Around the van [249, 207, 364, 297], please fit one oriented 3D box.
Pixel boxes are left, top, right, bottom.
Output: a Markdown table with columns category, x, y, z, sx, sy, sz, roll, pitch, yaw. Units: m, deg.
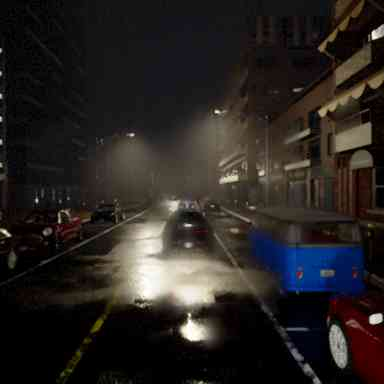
| category | x | y | z | sx | sy | sz | roll | pitch | yaw |
| --- | --- | --- | --- | --- | --- | --- | --- | --- | --- |
| van | 2.556 | 1.311 | 8.210 | 1.690 | 1.788 | 3.998 | 0 | 0 | -1 |

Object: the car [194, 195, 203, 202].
| category | x | y | z | sx | sy | sz | roll | pitch | yaw |
| --- | --- | --- | --- | --- | --- | --- | --- | --- | --- |
| car | 1.341 | 1.399 | 74.474 | 1.887 | 1.381 | 4.507 | 0 | 0 | -1 |

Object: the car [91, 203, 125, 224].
| category | x | y | z | sx | sy | sz | roll | pitch | yaw |
| --- | --- | --- | --- | --- | --- | --- | --- | --- | --- |
| car | -6.126 | 1.529 | 24.624 | 1.947 | 1.339 | 4.313 | 0 | 0 | -1 |

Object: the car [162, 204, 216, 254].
| category | x | y | z | sx | sy | sz | roll | pitch | yaw |
| --- | --- | --- | --- | --- | --- | --- | --- | --- | --- |
| car | -0.148 | 1.473 | 13.337 | 1.837 | 1.490 | 4.892 | 0 | 1 | -1 |

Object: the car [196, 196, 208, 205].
| category | x | y | z | sx | sy | sz | roll | pitch | yaw |
| --- | --- | --- | --- | --- | --- | --- | --- | --- | --- |
| car | 1.645 | 1.420 | 57.909 | 1.887 | 1.381 | 4.507 | 0 | 0 | -1 |

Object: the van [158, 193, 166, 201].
| category | x | y | z | sx | sy | sz | roll | pitch | yaw |
| --- | --- | --- | --- | --- | --- | --- | --- | --- | --- |
| van | -7.141 | 1.223 | 79.843 | 1.690 | 1.788 | 3.998 | 0 | 0 | -1 |

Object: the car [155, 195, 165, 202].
| category | x | y | z | sx | sy | sz | roll | pitch | yaw |
| --- | --- | --- | --- | --- | --- | --- | --- | --- | --- |
| car | -7.038 | 1.453 | 74.322 | 1.947 | 1.339 | 4.313 | 0 | 0 | -1 |

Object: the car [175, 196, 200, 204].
| category | x | y | z | sx | sy | sz | roll | pitch | yaw |
| --- | --- | --- | --- | --- | --- | --- | --- | --- | --- |
| car | -0.522 | 1.468 | 34.984 | 2.033 | 1.411 | 5.357 | 0 | 0 | -1 |

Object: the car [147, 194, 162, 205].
| category | x | y | z | sx | sy | sz | roll | pitch | yaw |
| --- | --- | --- | --- | --- | --- | --- | --- | --- | --- |
| car | -6.734 | 1.473 | 57.756 | 1.947 | 1.339 | 4.313 | 0 | 0 | -1 |

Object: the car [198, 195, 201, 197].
| category | x | y | z | sx | sy | sz | roll | pitch | yaw |
| --- | --- | --- | --- | --- | --- | --- | --- | --- | --- |
| car | 1.946 | 1.424 | 41.512 | 1.752 | 1.417 | 4.829 | 0 | 0 | -1 |

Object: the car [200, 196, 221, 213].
| category | x | y | z | sx | sy | sz | roll | pitch | yaw |
| --- | --- | --- | --- | --- | --- | --- | --- | --- | --- |
| car | 2.051 | 1.475 | 35.821 | 1.947 | 1.339 | 4.313 | 0 | 0 | -1 |

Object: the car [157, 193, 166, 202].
| category | x | y | z | sx | sy | sz | roll | pitch | yaw |
| --- | --- | --- | --- | --- | --- | --- | --- | --- | --- |
| car | -6.939 | 1.208 | 68.799 | 2.192 | 1.841 | 5.009 | 0 | 0 | -1 |

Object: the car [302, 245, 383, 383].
| category | x | y | z | sx | sy | sz | roll | pitch | yaw |
| --- | --- | --- | --- | --- | --- | --- | --- | --- | --- |
| car | 2.659 | 1.528 | 2.689 | 1.887 | 1.381 | 4.507 | 0 | 0 | -1 |

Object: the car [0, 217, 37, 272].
| category | x | y | z | sx | sy | sz | roll | pitch | yaw |
| --- | --- | --- | --- | --- | --- | --- | --- | --- | --- |
| car | -5.822 | 1.553 | 8.058 | 2.008 | 1.369 | 4.403 | 0 | 0 | -1 |

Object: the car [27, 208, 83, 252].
| category | x | y | z | sx | sy | sz | roll | pitch | yaw |
| --- | --- | --- | --- | --- | --- | --- | --- | --- | --- |
| car | -5.924 | 1.429 | 13.580 | 1.967 | 1.590 | 4.097 | 0 | 0 | -1 |

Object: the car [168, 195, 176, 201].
| category | x | y | z | sx | sy | sz | roll | pitch | yaw |
| --- | --- | --- | --- | --- | --- | --- | --- | --- | --- |
| car | -4.388 | 1.426 | 76.813 | 2.033 | 1.411 | 5.357 | 0 | 0 | -1 |
